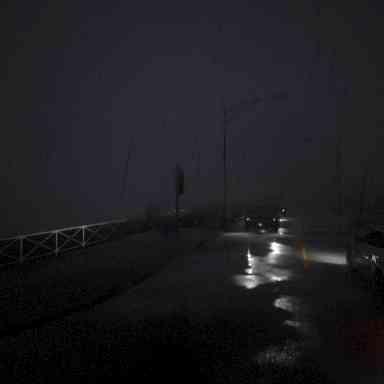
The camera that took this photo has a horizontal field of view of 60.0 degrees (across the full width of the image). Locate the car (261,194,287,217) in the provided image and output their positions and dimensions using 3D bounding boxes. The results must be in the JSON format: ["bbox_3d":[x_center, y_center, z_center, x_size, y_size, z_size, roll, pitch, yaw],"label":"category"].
[{"bbox_3d":[7.979,1.225,32.193,2.150,2.045,5.566,0,0,17],"label":"car"}]

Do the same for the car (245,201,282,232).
[{"bbox_3d":[4.443,1.527,20.630,1.812,1.442,4.674,0,0,17],"label":"car"}]

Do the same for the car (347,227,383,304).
[{"bbox_3d":[4.958,1.525,7.723,1.812,1.442,4.674,0,0,14],"label":"car"}]
